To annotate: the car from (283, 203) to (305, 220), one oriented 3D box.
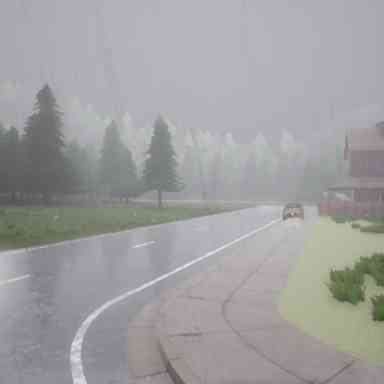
[{"bbox_3d":[9.296,1.723,30.415,1.816,1.474,4.193,-6,-2,20],"label":"car"}]
